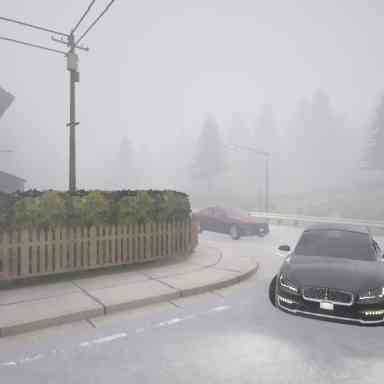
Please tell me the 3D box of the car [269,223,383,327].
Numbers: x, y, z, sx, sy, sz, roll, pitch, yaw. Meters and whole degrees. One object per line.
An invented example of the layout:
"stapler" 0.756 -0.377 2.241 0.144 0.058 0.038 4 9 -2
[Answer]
"car" 3.159 1.505 7.298 1.837 1.490 4.892 0 0 27

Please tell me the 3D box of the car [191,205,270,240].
"car" 1.861 1.478 17.434 1.882 1.535 5.008 0 0 -33
